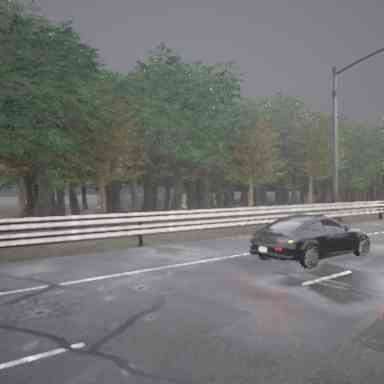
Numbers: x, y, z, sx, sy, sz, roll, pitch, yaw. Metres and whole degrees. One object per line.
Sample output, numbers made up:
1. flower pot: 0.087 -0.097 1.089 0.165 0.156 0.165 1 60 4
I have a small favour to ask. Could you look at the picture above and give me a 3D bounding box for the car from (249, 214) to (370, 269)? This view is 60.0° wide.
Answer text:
1. car: 3.892 1.454 10.826 4.674 1.442 1.812 -1 0 -35
